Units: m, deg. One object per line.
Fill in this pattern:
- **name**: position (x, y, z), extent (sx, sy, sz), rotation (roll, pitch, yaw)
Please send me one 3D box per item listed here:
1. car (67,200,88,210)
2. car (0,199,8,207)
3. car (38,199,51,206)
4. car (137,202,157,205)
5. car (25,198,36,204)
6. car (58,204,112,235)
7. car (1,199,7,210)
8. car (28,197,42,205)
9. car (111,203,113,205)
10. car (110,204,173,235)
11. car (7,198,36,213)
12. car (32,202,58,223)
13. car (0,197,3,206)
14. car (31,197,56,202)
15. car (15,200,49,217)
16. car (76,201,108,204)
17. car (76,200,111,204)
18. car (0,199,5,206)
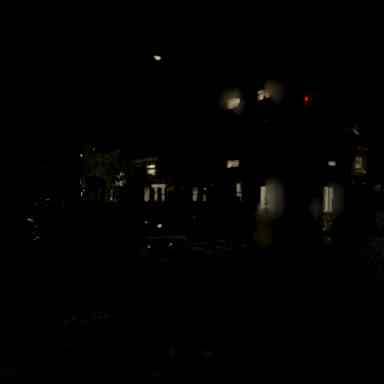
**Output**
- **car**: position (-17.357, 1.949, 50.280), extent (1.752, 1.417, 4.829), rotation (0, -1, -35)
- **car**: position (-34.633, 2.039, 60.263), extent (1.947, 1.339, 4.313), rotation (0, -1, -35)
- **car**: position (-30.929, 2.215, 69.595), extent (1.802, 1.307, 4.206), rotation (0, -1, -35)
- **car**: position (-4.682, 1.673, 32.234), extent (1.967, 1.590, 4.097), rotation (0, -1, -35)
- **car**: position (-40.530, 2.310, 83.344), extent (1.752, 1.417, 4.829), rotation (0, -1, -35)
- **car**: position (-5.981, 1.578, 19.006), extent (1.887, 1.381, 4.507), rotation (0, -1, -35)
- **car**: position (-25.258, 1.851, 46.731), extent (1.752, 1.417, 4.829), rotation (0, -1, -35)
- **car**: position (-37.265, 2.048, 78.669), extent (2.192, 1.841, 5.009), rotation (0, -1, -35)
- **car**: position (-10.881, 1.877, 41.099), extent (2.008, 1.369, 4.403), rotation (0, -1, -35)
- **car**: position (-2.831, 1.620, 19.255), extent (1.994, 1.385, 4.181), rotation (1, -1, -35)
- **car**: position (-20.584, 1.804, 39.968), extent (2.008, 1.369, 4.403), rotation (0, -1, -35)
- **car**: position (-11.135, 1.692, 26.385), extent (1.802, 1.307, 4.206), rotation (0, -1, -35)
- **car**: position (-40.969, 1.888, 69.338), extent (2.192, 1.841, 5.009), rotation (0, -1, -35)
- **car**: position (-19.884, 1.665, 43.778), extent (2.097, 1.767, 4.553), rotation (1, -1, -34)
- **car**: position (-16.288, 1.753, 33.765), extent (1.947, 1.339, 4.313), rotation (0, -1, -35)
- **car**: position (-9.006, 1.711, 28.102), extent (1.994, 1.385, 4.181), rotation (1, -1, -35)
- **car**: position (-10.999, 1.736, 36.542), extent (1.882, 1.535, 5.008), rotation (1, -1, -35)
- **car**: position (-37.801, 2.089, 64.799), extent (1.947, 1.339, 4.313), rotation (0, -1, -35)
